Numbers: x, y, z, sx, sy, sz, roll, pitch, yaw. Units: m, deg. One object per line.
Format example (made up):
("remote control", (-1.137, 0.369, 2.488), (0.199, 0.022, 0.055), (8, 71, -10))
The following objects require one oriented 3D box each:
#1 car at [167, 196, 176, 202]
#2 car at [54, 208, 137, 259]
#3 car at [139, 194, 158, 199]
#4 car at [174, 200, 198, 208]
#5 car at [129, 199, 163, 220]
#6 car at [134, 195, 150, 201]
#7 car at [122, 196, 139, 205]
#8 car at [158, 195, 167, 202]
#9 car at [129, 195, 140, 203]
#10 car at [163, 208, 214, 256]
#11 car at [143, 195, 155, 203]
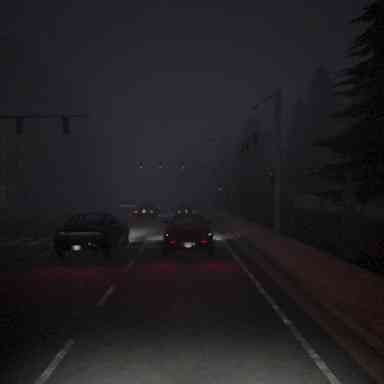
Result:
("car", (-5.796, 1.779, 86.670), (1.837, 1.490, 4.892), (0, 0, -27))
("car", (-3.651, 1.541, 12.830), (2.128, 1.511, 4.902), (0, 0, -1))
("car", (-8.278, 1.437, 63.726), (2.150, 2.045, 5.566), (0, 0, -1))
("car", (-0.488, 1.643, 29.736), (2.033, 1.411, 5.357), (0, 0, -1))
("car", (-3.989, 1.666, 29.673), (2.033, 1.411, 5.357), (0, 0, -1))
("car", (-14.133, 1.699, 93.243), (2.128, 1.511, 4.902), (0, 0, -42))
("car", (-11.765, 1.786, 62.380), (1.994, 1.385, 4.181), (0, 0, -1))
("car", (-8.818, 1.637, 84.880), (2.097, 1.767, 4.553), (0, 0, -27))
("car", (-13.397, 1.628, 77.462), (2.097, 1.767, 4.553), (0, 0, -16))
("car", (-0.158, 1.567, 13.266), (1.812, 1.442, 4.674), (0, 0, -1))
("car", (-10.311, 1.625, 79.294), (2.097, 1.767, 4.553), (0, 0, -16))
